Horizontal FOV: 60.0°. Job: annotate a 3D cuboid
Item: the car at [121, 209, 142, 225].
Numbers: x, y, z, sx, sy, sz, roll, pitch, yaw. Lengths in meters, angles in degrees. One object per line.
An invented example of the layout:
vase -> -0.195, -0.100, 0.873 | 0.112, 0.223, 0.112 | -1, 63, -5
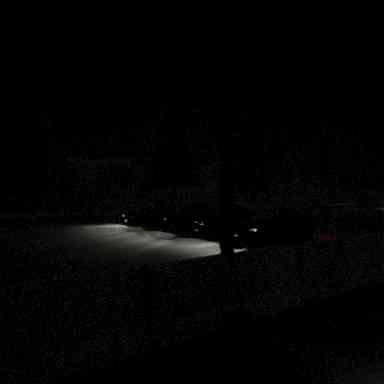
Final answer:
car -> -2.264, 1.544, 23.849 | 5.357, 1.411, 2.033 | 0, 0, -35

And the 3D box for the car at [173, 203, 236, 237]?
car -> 1.732, 1.477, 18.102 | 5.008, 1.535, 1.882 | 0, 0, -35

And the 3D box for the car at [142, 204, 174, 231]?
car -> -0.322, 1.475, 20.936 | 5.008, 1.535, 1.882 | 0, 0, -35

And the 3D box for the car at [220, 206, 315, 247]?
car -> 3.750, 1.526, 15.242 | 4.674, 1.442, 1.812 | 0, 0, -35
